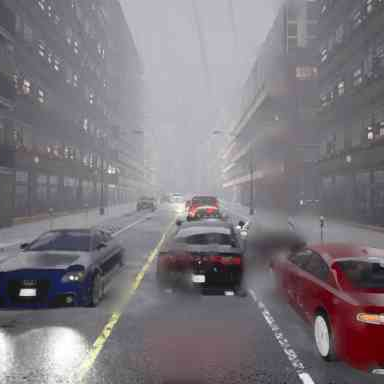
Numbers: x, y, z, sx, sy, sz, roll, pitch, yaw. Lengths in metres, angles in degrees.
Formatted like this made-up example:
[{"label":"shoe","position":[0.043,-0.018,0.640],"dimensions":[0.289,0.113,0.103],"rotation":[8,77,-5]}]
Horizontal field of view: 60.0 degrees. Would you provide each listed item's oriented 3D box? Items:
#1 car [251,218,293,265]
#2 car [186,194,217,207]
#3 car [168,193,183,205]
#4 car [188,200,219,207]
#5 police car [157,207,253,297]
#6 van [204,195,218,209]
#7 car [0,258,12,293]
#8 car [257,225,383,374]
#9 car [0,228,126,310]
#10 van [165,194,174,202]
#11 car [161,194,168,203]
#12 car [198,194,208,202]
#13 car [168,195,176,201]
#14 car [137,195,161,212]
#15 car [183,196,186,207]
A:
[{"label":"car","position":[2.570,1.553,11.388],"dimensions":[2.008,1.369,4.403],"rotation":[1,0,0]},{"label":"car","position":[0.817,1.230,24.588],"dimensions":[2.150,2.045,5.566],"rotation":[0,0,0]},{"label":"car","position":[-2.766,1.235,61.751],"dimensions":[2.150,2.045,5.566],"rotation":[0,0,0]},{"label":"car","position":[0.818,1.459,18.747],"dimensions":[1.801,1.575,5.366],"rotation":[0,0,0]},{"label":"police car","position":[0.432,1.427,8.813],"dimensions":[1.930,1.638,5.238],"rotation":[0,0,7]},{"label":"van","position":[2.565,1.351,45.414],"dimensions":[1.690,1.788,3.998],"rotation":[1,0,0]},{"label":"car","position":[-5.309,1.546,5.686],"dimensions":[1.887,1.381,4.507],"rotation":[1,0,0]},{"label":"car","position":[2.571,1.546,5.718],"dimensions":[1.887,1.381,4.507],"rotation":[1,0,0]},{"label":"car","position":[-2.853,1.566,7.783],"dimensions":[1.994,1.385,4.181],"rotation":[0,0,0]},{"label":"van","position":[-5.323,1.359,79.408],"dimensions":[1.690,1.788,3.998],"rotation":[1,0,0]},{"label":"car","position":[-5.320,1.330,68.066],"dimensions":[2.192,1.841,5.009],"rotation":[1,0,0]},{"label":"car","position":[2.557,1.333,79.439],"dimensions":[2.192,1.841,5.009],"rotation":[1,0,0]},{"label":"car","position":[-5.329,1.587,90.749],"dimensions":[1.947,1.339,4.313],"rotation":[1,0,0]},{"label":"car","position":[-5.314,1.324,39.711],"dimensions":[2.192,1.841,5.009],"rotation":[1,0,0]},{"label":"car","position":[0.005,1.536,46.314],"dimensions":[1.812,1.442,4.674],"rotation":[0,0,0]}]
